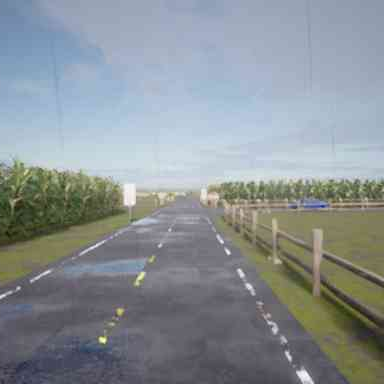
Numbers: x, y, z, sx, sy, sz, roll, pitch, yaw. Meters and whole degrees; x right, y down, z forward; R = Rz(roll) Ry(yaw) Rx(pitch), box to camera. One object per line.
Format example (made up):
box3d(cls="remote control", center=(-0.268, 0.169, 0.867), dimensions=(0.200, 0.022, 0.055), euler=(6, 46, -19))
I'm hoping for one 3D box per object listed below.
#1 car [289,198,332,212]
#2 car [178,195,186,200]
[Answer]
box3d(cls="car", center=(14.115, 1.492, 39.661), dimensions=(5.008, 1.535, 1.882), euler=(-1, 0, -2))
box3d(cls="car", center=(-2.726, 1.495, 91.378), dimensions=(1.994, 1.385, 4.181), euler=(0, 0, 0))
